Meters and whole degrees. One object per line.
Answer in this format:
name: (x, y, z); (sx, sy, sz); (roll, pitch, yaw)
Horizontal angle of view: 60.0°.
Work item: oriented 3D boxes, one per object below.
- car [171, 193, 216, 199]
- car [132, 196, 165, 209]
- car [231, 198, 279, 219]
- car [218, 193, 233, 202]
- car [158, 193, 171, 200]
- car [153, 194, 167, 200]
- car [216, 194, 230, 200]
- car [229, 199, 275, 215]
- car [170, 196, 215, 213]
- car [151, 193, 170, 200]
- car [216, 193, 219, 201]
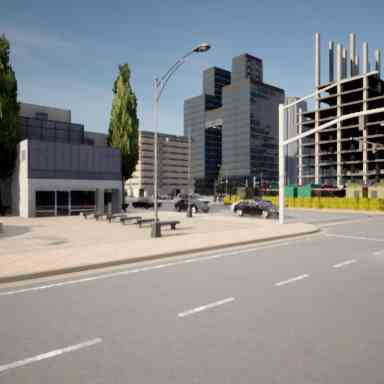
car: (0.093, 1.220, 42.226); (2.150, 2.045, 5.566); (0, 0, -38)
car: (-6.093, 1.600, 44.433); (1.895, 1.301, 4.718); (0, 0, -38)
car: (5.804, 1.491, 29.316); (2.128, 1.511, 4.902); (0, 0, -38)
car: (7.960, 1.394, 67.782); (3.806, 1.475, 1.970); (0, 0, -40)
car: (-6.441, 1.154, 85.095); (3.866, 1.878, 1.905); (0, 0, -40)
car: (-6.398, 1.477, 50.499); (1.882, 1.535, 5.008); (0, 0, -38)
car: (8.729, 1.393, 94.167); (3.806, 1.475, 1.970); (0, 0, -40)
car: (6.112, 1.525, 34.615); (1.812, 1.442, 4.674); (0, 0, -38)
car: (-0.017, 1.504, 36.709); (1.837, 1.490, 4.892); (0, 0, -38)
car: (-8.247, 1.151, 87.357); (4.605, 1.855, 1.932); (0, 0, -40)
car: (6.119, 1.154, 70.017); (3.866, 1.878, 1.905); (0, 0, -40)
